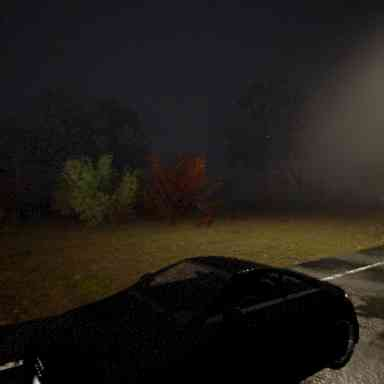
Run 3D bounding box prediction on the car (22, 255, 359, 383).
[{"bbox_3d":[0.223,1.566,4.156,4.181,1.385,1.994,0,0,-36],"label":"car"}]
